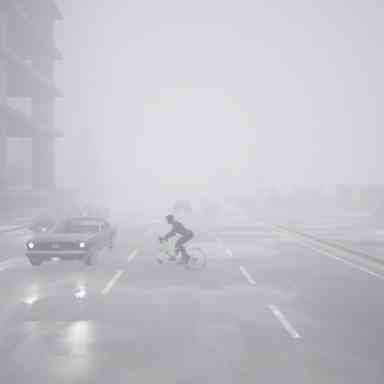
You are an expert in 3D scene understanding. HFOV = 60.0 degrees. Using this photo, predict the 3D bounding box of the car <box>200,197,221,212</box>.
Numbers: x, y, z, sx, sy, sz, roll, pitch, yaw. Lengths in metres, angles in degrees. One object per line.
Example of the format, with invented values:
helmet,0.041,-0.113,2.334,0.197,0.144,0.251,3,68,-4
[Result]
car,2.298,1.564,39.107,1.994,1.385,4.181,0,0,-2

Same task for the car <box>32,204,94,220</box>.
car,-7.729,1.548,19.861,2.033,1.411,5.357,0,0,-2

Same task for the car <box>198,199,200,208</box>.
car,1.938,1.478,49.029,1.882,1.535,5.008,0,0,-1

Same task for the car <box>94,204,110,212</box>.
car,-7.850,1.608,26.273,1.895,1.301,4.718,0,0,-2

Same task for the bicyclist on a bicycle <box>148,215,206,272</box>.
bicyclist on a bicycle,-0.431,1.455,9.332,1.656,1.620,0.582,-2,0,-2

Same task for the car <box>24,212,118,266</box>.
car,-3.944,1.601,11.662,1.895,1.301,4.718,0,0,-2

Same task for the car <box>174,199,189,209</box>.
car,-1.402,1.601,45.490,1.895,1.301,4.718,0,0,-2

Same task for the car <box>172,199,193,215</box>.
car,-1.011,1.503,34.102,1.837,1.490,4.892,0,0,-2
